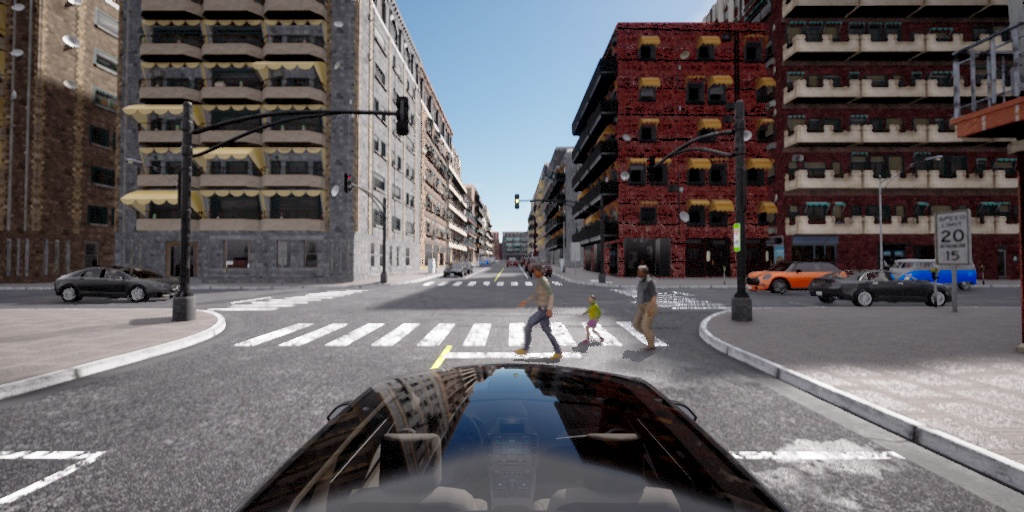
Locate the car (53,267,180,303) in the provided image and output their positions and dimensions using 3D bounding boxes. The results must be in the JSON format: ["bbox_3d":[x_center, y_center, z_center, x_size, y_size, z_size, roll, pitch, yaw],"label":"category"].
[{"bbox_3d":[-17.336,1.252,16.087,4.892,1.490,1.837,1,-1,0],"label":"car"}]

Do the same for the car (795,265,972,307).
[{"bbox_3d":[13.758,1.165,13.501,4.403,1.370,2.007,0,0,0],"label":"car"}]

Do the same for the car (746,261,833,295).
[{"bbox_3d":[14.793,1.069,18.928,4.553,1.767,2.097,0,-1,0],"label":"car"}]

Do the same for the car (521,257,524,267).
[{"bbox_3d":[2.615,1.012,44.931,2.192,1.841,5.009,0,0,0],"label":"car"}]

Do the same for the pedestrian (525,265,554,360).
[{"bbox_3d":[0.518,1.037,6.833,0.375,1.860,0.375,1,-1,0],"label":"pedestrian"}]

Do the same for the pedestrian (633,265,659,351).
[{"bbox_3d":[2.781,1.036,7.430,0.375,1.860,0.375,1,-1,0],"label":"pedestrian"}]

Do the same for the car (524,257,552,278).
[{"bbox_3d":[2.603,1.022,33.807,2.192,1.841,5.009,0,0,0],"label":"car"}]

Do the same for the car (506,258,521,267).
[{"bbox_3d":[0.070,1.069,63.364,2.097,1.767,4.553,0,0,0],"label":"car"}]

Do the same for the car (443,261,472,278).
[{"bbox_3d":[-5.278,1.273,33.771,1.948,1.339,4.313,0,0,0],"label":"car"}]

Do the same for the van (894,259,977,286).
[{"bbox_3d":[24.925,1.081,21.341,3.998,1.789,1.690,0,0,0],"label":"van"}]

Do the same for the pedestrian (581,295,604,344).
[{"bbox_3d":[1.854,1.397,8.022,0.500,1.100,0.500,1,-1,0],"label":"pedestrian"}]
